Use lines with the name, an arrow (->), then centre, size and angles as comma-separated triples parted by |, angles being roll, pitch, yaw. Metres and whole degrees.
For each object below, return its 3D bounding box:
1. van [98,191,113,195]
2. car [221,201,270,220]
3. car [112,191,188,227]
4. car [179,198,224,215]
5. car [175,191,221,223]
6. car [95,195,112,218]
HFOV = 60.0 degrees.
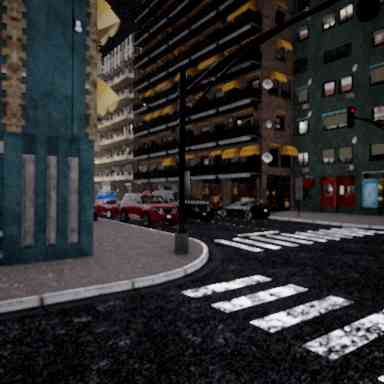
van -> -12.258, 0.704, 48.080 | 1.690, 1.788, 3.998 | 1, 0, -36
car -> 4.045, 1.331, 25.501 | 1.947, 1.339, 4.313 | 1, 0, -36
car -> -2.764, 1.022, 20.626 | 2.192, 1.841, 5.009 | 2, 0, -36
car -> 0.783, 1.266, 30.016 | 1.802, 1.307, 4.206 | 1, 0, -36
car -> -0.872, 0.941, 22.403 | 2.150, 2.045, 5.566 | 0, 1, -36
car -> -6.032, 1.171, 25.142 | 1.887, 1.381, 4.507 | 2, 0, -36
